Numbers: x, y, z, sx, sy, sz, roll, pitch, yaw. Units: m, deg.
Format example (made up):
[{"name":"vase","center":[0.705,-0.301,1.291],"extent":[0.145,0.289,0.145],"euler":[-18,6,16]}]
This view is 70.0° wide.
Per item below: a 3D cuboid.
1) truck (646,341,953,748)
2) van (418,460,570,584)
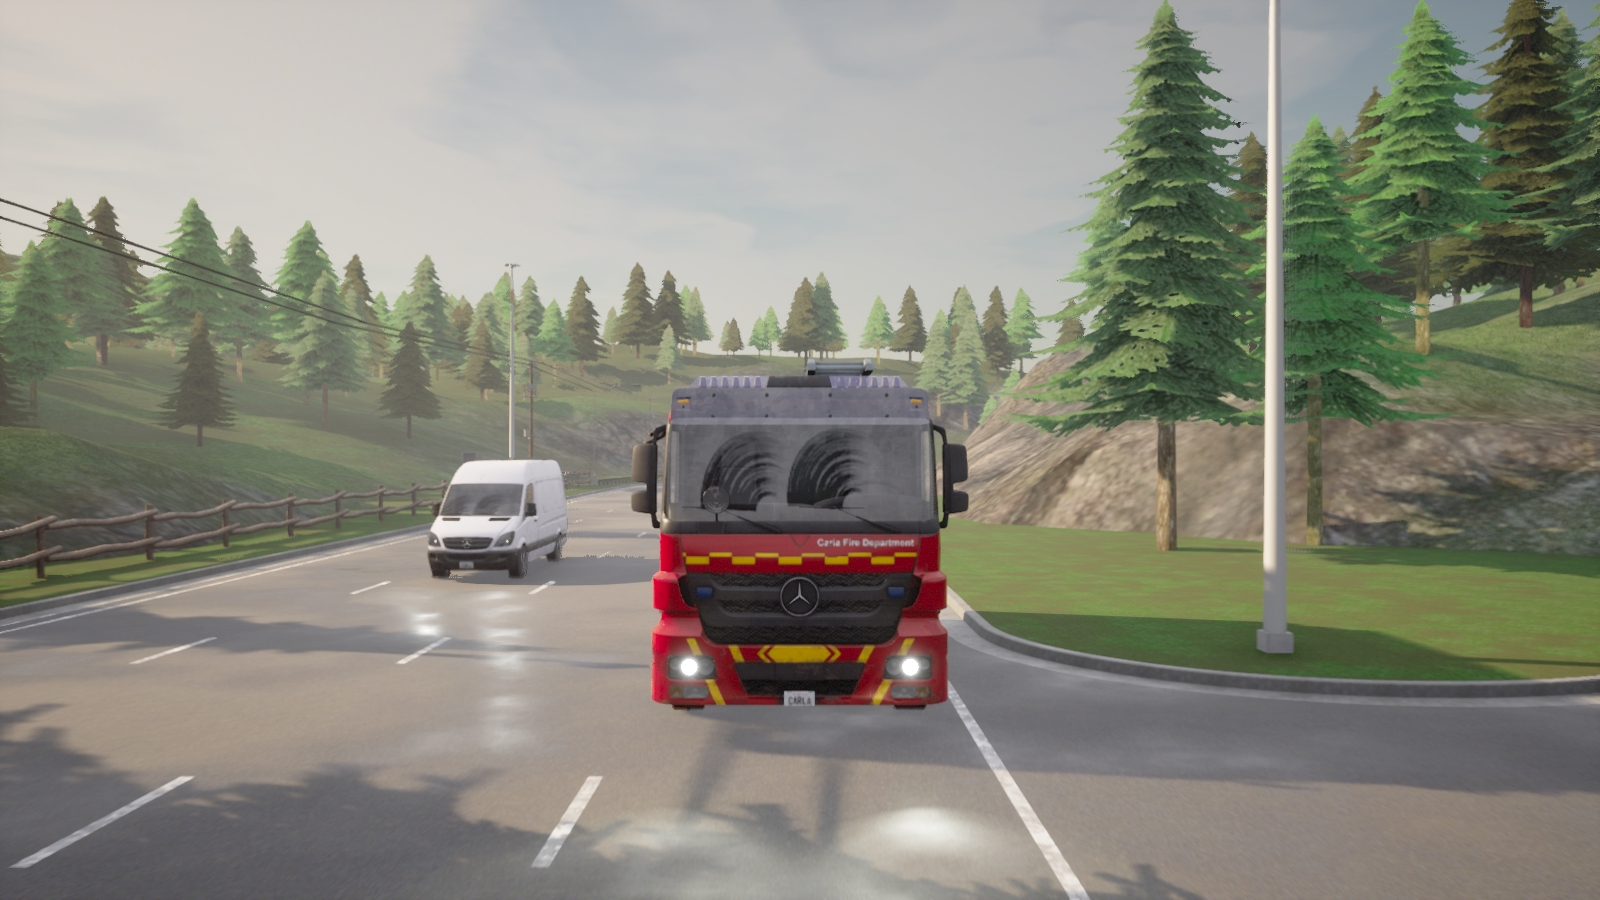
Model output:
[{"name":"truck","center":[-0.006,0.891,14.998],"extent":[2.891,3.827,8.468],"euler":[0,0,0]},{"name":"van","center":[-7.007,1.535,26.910],"extent":[1.988,2.561,5.915],"euler":[0,0,0]}]
